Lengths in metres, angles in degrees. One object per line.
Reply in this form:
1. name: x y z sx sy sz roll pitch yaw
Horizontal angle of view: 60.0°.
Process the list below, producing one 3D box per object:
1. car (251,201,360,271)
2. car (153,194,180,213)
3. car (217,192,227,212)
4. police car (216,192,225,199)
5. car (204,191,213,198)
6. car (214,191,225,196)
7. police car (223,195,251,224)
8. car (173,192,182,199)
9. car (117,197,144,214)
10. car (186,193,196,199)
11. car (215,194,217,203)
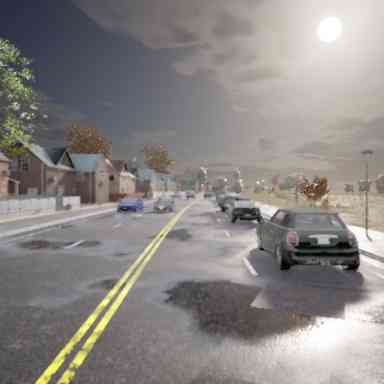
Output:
1. car: 3.443 1.272 10.747 2.097 1.767 4.553 0 0 1
2. car: -2.704 1.237 32.945 2.128 1.511 4.902 0 0 2
3. car: 3.915 1.169 34.310 2.033 1.649 4.856 0 0 2
4. police car: 6.663 0.840 78.106 1.930 1.638 5.238 0 0 5
5. car: 4.191 0.634 87.047 2.097 1.767 4.553 0 0 6
6. car: 5.021 1.050 56.170 1.882 1.535 5.008 0 0 4
7. police car: 3.564 1.246 23.482 1.930 1.638 5.238 0 0 2
8. car: -3.412 0.813 74.662 1.812 1.442 4.674 0 0 5
9. car: -5.970 1.224 32.636 1.882 1.535 5.008 0 0 2
10. car: -0.173 0.829 74.391 2.033 1.411 5.357 0 0 5
11. car: 4.404 1.255 45.275 1.895 1.301 4.718 0 0 3
